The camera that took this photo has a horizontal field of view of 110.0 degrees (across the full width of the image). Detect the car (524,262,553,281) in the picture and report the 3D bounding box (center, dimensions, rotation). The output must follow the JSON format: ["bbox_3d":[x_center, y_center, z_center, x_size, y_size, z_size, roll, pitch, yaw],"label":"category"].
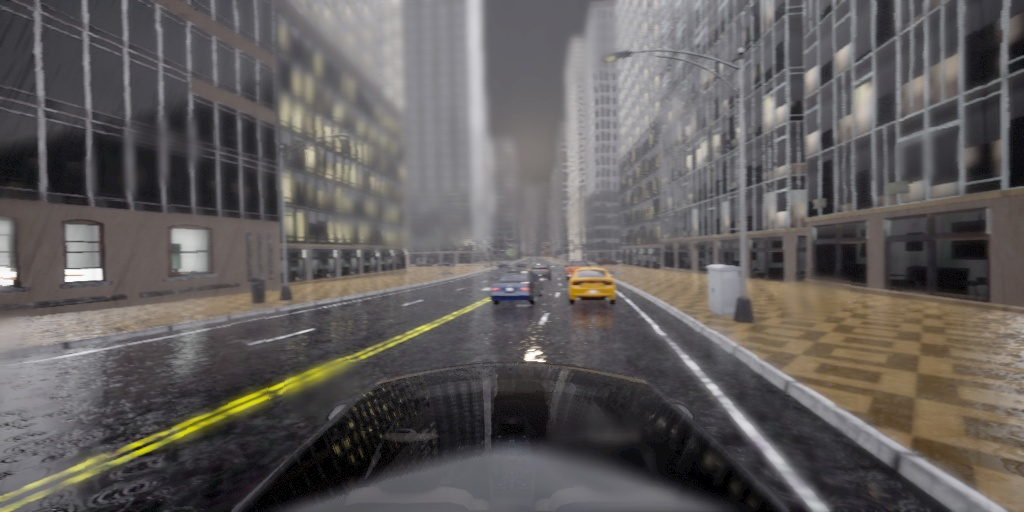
[{"bbox_3d":[2.579,1.384,32.003,2.128,1.511,4.902,-1,0,6],"label":"car"}]

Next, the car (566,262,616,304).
[{"bbox_3d":[3.632,1.260,16.643,1.882,1.535,5.008,-1,0,10],"label":"car"}]

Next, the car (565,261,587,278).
[{"bbox_3d":[5.780,1.180,31.410,2.097,1.767,4.553,-1,-1,6],"label":"car"}]

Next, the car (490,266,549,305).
[{"bbox_3d":[0.353,1.386,16.741,2.033,1.411,5.357,-1,0,10],"label":"car"}]
